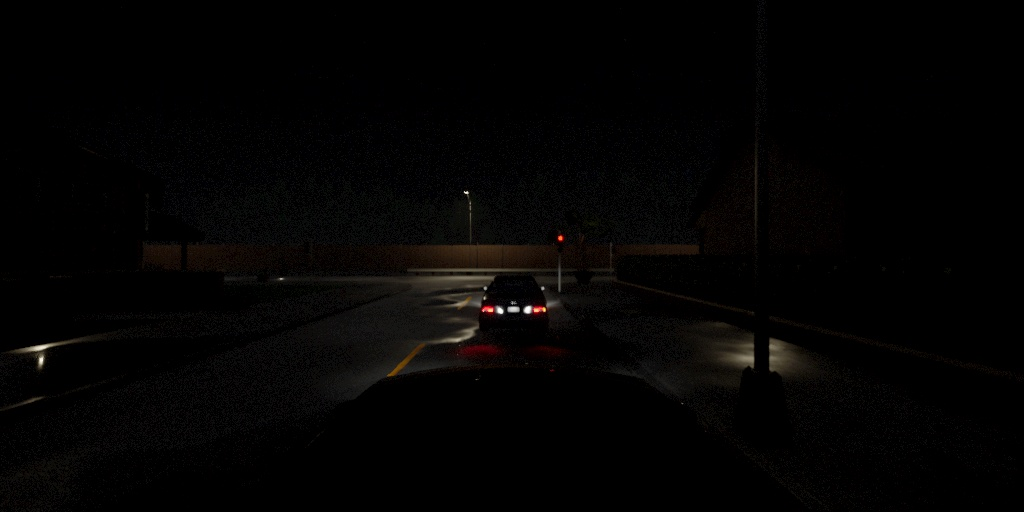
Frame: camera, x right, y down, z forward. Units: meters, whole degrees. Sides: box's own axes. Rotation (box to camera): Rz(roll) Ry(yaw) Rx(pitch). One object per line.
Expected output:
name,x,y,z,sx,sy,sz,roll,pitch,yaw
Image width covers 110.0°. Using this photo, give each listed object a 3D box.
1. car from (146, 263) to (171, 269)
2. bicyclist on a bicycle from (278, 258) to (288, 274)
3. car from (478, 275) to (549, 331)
car,-29.609,1.294,29.127,4.181,1.385,1.994,0,0,0
bicyclist on a bicycle,-23.968,1.073,37.520,0.582,1.620,1.656,0,0,0
car,0.058,1.291,10.864,2.033,1.411,5.357,0,0,1
